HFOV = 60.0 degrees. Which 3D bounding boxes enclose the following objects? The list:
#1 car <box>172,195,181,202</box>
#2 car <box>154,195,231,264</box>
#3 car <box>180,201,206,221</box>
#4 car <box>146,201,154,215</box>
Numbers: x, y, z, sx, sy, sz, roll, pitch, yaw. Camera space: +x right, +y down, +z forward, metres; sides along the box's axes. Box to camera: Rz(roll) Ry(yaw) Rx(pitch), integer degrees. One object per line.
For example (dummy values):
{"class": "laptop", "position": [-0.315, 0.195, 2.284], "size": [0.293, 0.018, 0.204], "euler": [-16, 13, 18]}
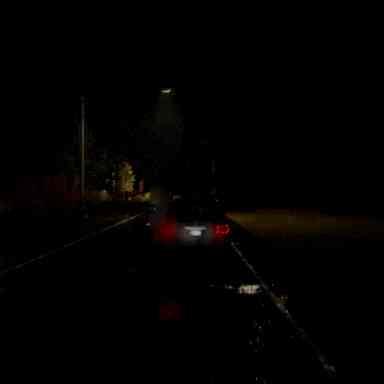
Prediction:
{"class": "car", "position": [-3.493, 1.518, 75.606], "size": [1.882, 1.535, 5.008], "euler": [0, 0, 0]}
{"class": "car", "position": [0.085, 1.230, 12.000], "size": [2.150, 2.045, 5.566], "euler": [0, 0, 0]}
{"class": "car", "position": [0.098, 1.566, 29.042], "size": [2.033, 1.411, 5.357], "euler": [0, 0, 0]}
{"class": "car", "position": [-3.594, 1.585, 34.423], "size": [1.994, 1.385, 4.181], "euler": [0, 0, 0]}
